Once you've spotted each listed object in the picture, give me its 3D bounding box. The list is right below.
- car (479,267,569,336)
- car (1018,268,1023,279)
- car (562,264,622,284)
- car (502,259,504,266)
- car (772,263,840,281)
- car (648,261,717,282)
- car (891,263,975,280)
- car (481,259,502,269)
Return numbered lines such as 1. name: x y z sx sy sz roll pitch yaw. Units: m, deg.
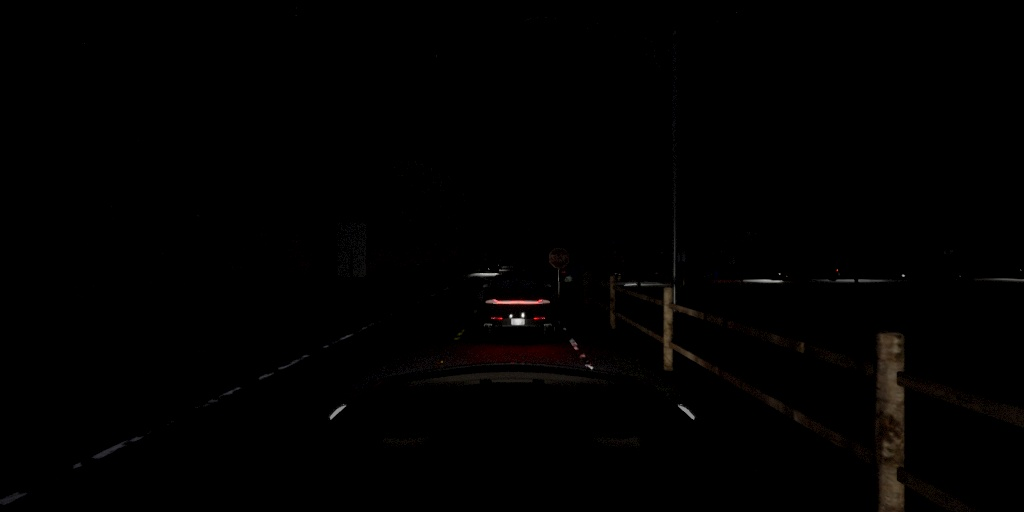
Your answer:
1. car: 0.147 1.241 10.334 2.128 1.511 4.902 0 0 0
2. car: 42.830 1.089 28.078 4.674 1.442 1.812 0 0 0
3. car: 5.666 1.275 25.665 4.181 1.385 1.994 -1 0 23
4. car: -2.530 1.217 53.098 1.837 1.490 4.892 0 0 1
5. car: 22.796 1.218 27.889 4.181 1.385 1.994 0 0 0
6. car: 13.140 1.172 27.752 5.008 1.535 1.882 0 0 -2
7. car: 32.742 1.211 27.999 4.718 1.301 1.895 0 0 -1
8. car: -2.598 1.292 42.871 1.994 1.385 4.181 0 0 1
